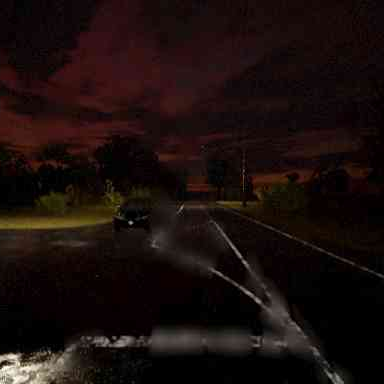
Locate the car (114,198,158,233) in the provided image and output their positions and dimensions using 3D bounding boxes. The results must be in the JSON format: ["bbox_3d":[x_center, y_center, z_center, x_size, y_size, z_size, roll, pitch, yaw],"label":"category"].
[{"bbox_3d":[-3.443,1.403,21.517,2.150,2.045,5.566,0,0,0],"label":"car"}]
